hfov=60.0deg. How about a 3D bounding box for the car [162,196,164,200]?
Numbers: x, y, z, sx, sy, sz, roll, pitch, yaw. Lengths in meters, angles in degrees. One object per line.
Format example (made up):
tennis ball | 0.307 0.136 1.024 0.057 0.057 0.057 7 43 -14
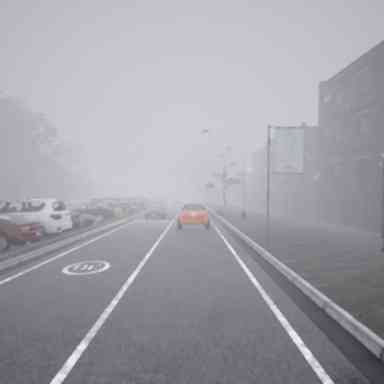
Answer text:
car | -8.897 2.204 69.835 4.892 1.521 2.231 0 -1 0

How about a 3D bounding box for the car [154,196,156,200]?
car | -8.859 1.914 55.822 4.553 1.767 2.185 0 -1 0

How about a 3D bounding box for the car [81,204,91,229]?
car | -8.851 1.632 19.387 4.892 1.521 2.231 0 -1 0

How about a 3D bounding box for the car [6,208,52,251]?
car | -8.845 1.583 13.776 5.008 1.535 2.097 0 0 0

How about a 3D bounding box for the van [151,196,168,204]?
van | -9.042 2.199 92.269 4.442 1.987 1.878 0 0 0

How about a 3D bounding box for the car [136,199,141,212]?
car | -8.845 1.872 39.001 4.792 1.488 2.163 0 -1 0

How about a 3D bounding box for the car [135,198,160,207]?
car | -8.932 2.045 67.034 4.553 1.767 2.185 0 -1 0

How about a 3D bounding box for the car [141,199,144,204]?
car | -8.848 1.905 41.804 4.792 1.488 2.163 0 -1 0

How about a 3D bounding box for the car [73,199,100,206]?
car | -21.954 2.229 69.342 4.792 1.488 2.163 0 -1 0

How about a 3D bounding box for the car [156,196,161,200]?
car | -8.865 1.821 58.626 5.566 2.045 2.435 0 -1 0

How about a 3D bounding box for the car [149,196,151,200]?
car | -8.916 1.848 50.215 4.553 1.767 2.185 0 -1 0

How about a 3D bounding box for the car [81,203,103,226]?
car | -8.829 1.686 22.185 4.792 1.488 2.163 0 -1 0

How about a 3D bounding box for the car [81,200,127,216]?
car | -9.052 1.741 30.592 5.366 1.575 1.946 0 -1 0

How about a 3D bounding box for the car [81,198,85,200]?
car | -21.978 2.071 58.239 4.892 1.521 2.231 0 -1 0

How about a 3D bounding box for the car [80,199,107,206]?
car | -22.174 2.261 74.894 5.366 1.575 1.946 0 -1 0

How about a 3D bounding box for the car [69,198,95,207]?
car | -22.011 2.041 66.567 4.553 1.767 2.185 0 -1 0

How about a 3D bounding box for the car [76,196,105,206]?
car | -22.014 1.981 72.121 5.566 2.045 2.435 0 -1 0

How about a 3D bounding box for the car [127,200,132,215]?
car | -8.898 1.807 33.395 4.792 1.488 2.163 0 -1 0

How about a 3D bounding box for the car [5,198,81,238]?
car | -8.881 1.355 16.582 5.566 2.045 2.435 0 0 0

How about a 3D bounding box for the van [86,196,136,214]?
van | -8.755 1.584 36.201 4.442 1.987 1.878 0 -1 0

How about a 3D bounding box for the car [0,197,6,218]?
car | -21.920 1.523 33.020 5.566 2.045 2.435 0 -1 0

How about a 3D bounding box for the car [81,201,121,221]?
car | -8.858 1.713 27.792 5.008 1.535 2.097 0 -1 0

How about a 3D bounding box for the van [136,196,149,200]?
van | -8.766 1.715 47.413 4.442 1.987 1.878 0 -1 0

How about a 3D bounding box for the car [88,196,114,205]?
car | -22.022 2.078 80.447 5.566 2.045 2.435 0 -1 0

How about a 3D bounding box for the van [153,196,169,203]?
van | -8.811 2.214 95.071 4.442 1.987 1.878 0 0 0

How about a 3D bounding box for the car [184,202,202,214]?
car | 0.117 1.946 41.558 2.033 1.411 5.357 0 -1 0

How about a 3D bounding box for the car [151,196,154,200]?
car | -8.856 1.881 53.018 4.553 1.767 2.185 0 -1 0

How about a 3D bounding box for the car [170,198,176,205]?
car | -3.220 2.267 73.672 1.994 1.385 4.181 0 -1 0

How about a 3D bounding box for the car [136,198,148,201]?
car | -8.874 1.908 44.608 5.008 1.535 2.097 0 -1 0

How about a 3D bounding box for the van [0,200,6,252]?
van | -8.964 1.333 10.975 4.442 1.987 1.878 0 0 0

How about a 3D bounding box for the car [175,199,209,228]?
car | 0.109 1.555 23.747 2.097 1.767 4.553 0 -1 0

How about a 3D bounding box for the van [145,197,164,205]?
van | -9.031 2.108 81.049 4.442 1.987 1.878 0 -1 0

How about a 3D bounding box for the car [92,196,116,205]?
car | -21.968 2.105 83.224 5.566 2.045 2.435 0 -1 0

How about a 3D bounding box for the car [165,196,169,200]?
car | -8.884 2.050 78.249 5.566 2.045 2.435 0 -1 0

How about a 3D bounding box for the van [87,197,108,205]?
van | -22.108 2.071 77.671 4.442 1.987 1.878 0 -1 0

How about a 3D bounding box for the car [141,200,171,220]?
car | -3.334 1.810 31.518 1.812 1.442 4.674 0 -1 0
